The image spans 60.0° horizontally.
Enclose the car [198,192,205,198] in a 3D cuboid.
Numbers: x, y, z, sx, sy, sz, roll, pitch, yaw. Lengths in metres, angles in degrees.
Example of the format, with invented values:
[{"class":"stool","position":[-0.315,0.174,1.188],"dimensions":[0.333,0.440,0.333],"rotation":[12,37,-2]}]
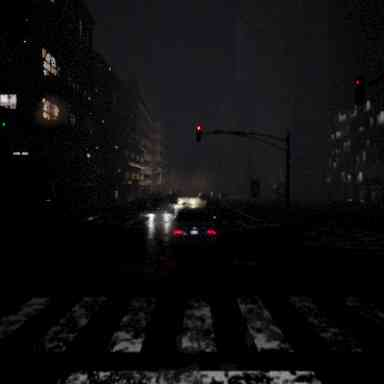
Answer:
[{"class":"car","position":[2.650,0.842,93.397],"dimensions":[1.752,1.417,4.829],"rotation":[-1,0,0]}]

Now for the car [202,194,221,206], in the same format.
[{"class":"car","position":[2.648,1.225,42.387],"dimensions":[1.887,1.381,4.507],"rotation":[-1,0,0]}]

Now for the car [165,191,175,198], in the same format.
[{"class":"car","position":[-5.701,0.672,87.519],"dimensions":[2.192,1.841,5.009],"rotation":[-1,0,0]}]

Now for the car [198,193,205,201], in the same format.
[{"class":"car","position":[2.649,1.069,64.982],"dimensions":[2.008,1.369,4.403],"rotation":[-1,0,0]}]

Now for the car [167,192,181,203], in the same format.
[{"class":"car","position":[-3.077,1.154,49.462],"dimensions":[1.812,1.442,4.674],"rotation":[0,0,0]}]

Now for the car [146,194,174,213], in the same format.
[{"class":"car","position":[-3.097,1.255,32.893],"dimensions":[1.837,1.490,4.892],"rotation":[0,0,0]}]

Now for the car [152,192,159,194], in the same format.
[{"class":"car","position":[-5.701,1.121,42.329],"dimensions":[1.967,1.590,4.097],"rotation":[-1,0,0]}]

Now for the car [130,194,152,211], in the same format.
[{"class":"car","position":[-5.699,1.267,36.681],"dimensions":[1.887,1.381,4.507],"rotation":[-1,0,0]}]

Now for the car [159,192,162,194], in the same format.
[{"class":"car","position":[-5.702,0.914,53.626],"dimensions":[2.192,1.841,5.009],"rotation":[-1,0,0]}]

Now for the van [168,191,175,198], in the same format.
[{"class":"van","position":[-5.700,0.659,93.166],"dimensions":[1.690,1.788,3.998],"rotation":[-1,0,0]}]

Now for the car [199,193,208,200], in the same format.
[{"class":"car","position":[2.650,0.982,76.280],"dimensions":[1.887,1.381,4.507],"rotation":[-1,0,0]}]

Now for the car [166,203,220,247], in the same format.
[{"class":"car","position":[0.091,1.435,14.355],"dimensions":[2.033,1.411,5.357],"rotation":[0,1,0]}]

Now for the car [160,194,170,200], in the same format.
[{"class":"car","position":[-5.698,1.060,70.574],"dimensions":[1.802,1.307,4.206],"rotation":[-1,0,0]}]

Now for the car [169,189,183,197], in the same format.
[{"class":"car","position":[-2.996,0.357,65.115],"dimensions":[2.150,2.045,5.566],"rotation":[0,0,0]}]
